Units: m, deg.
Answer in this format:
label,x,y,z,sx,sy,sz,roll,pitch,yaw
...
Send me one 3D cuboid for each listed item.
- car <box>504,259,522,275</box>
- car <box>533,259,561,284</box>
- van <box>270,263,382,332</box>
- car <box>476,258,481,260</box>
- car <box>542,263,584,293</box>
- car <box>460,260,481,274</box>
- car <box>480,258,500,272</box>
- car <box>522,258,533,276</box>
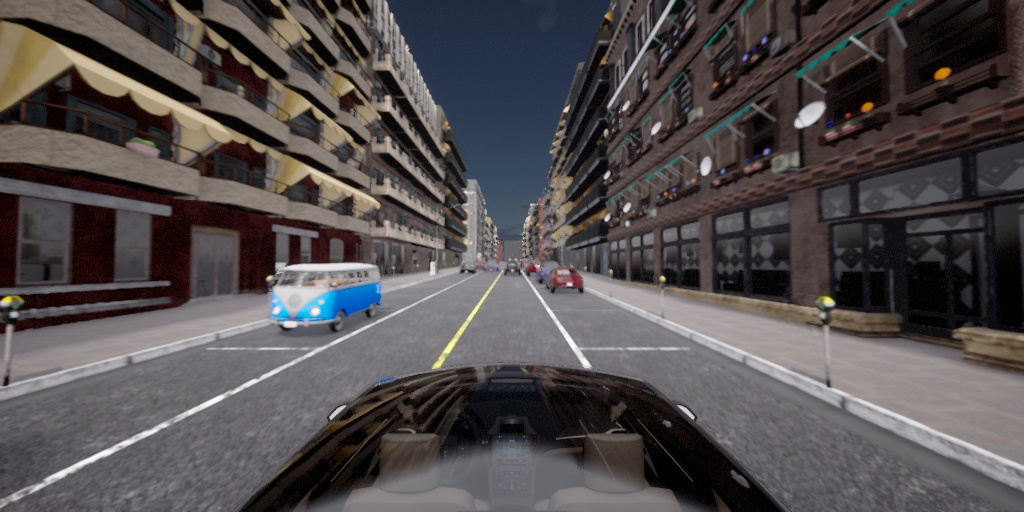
label,x,y,z,sx,sy,sz,roll,pitch,yaw
car,0.068,1.414,40.549,1.812,1.442,4.674,0,0,0
car,3.002,1.189,28.154,2.097,1.767,4.553,0,0,0
van,-5.309,1.115,10.676,1.690,1.789,3.998,0,0,0
car,-5.283,1.305,60.448,2.192,1.841,5.009,0,0,0
car,3.034,1.335,21.181,1.812,1.442,4.674,0,0,0
car,-5.292,1.469,43.859,1.948,1.339,4.313,0,0,0
car,-2.806,1.284,49.670,2.097,1.767,4.553,0,0,0
car,2.554,1.192,38.264,2.192,1.841,5.009,0,0,0
